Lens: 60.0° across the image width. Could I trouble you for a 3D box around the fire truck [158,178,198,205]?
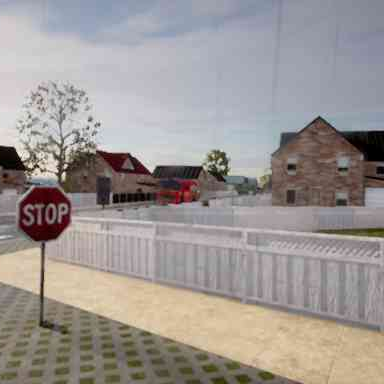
[{"bbox_3d":[-1.796,-0.058,47.159,2.891,3.827,8.468,2,1,19],"label":"fire truck"}]
